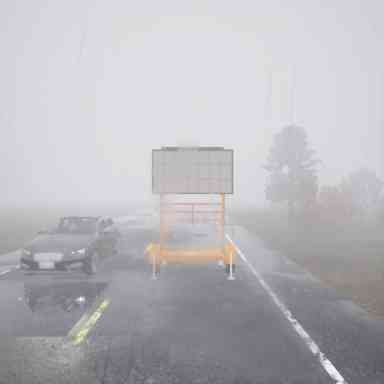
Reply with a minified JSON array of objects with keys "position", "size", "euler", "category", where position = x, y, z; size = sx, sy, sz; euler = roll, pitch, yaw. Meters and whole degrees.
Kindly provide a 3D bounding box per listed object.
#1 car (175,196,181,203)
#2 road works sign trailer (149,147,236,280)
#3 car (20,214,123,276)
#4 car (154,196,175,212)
[{"position":[-3.365,1.541,70.389],"size":[2.128,1.511,4.902],"euler":[0,0,0],"category":"car"},{"position":[0.019,0.465,9.955],"size":[2.380,3.560,2.880],"euler":[0,0,0],"category":"road works sign trailer"},{"position":[-3.480,1.492,10.430],"size":[2.128,1.511,4.902],"euler":[0,0,0],"category":"car"},{"position":[-3.423,1.496,40.054],"size":[1.882,1.535,5.008],"euler":[0,0,0],"category":"car"}]
